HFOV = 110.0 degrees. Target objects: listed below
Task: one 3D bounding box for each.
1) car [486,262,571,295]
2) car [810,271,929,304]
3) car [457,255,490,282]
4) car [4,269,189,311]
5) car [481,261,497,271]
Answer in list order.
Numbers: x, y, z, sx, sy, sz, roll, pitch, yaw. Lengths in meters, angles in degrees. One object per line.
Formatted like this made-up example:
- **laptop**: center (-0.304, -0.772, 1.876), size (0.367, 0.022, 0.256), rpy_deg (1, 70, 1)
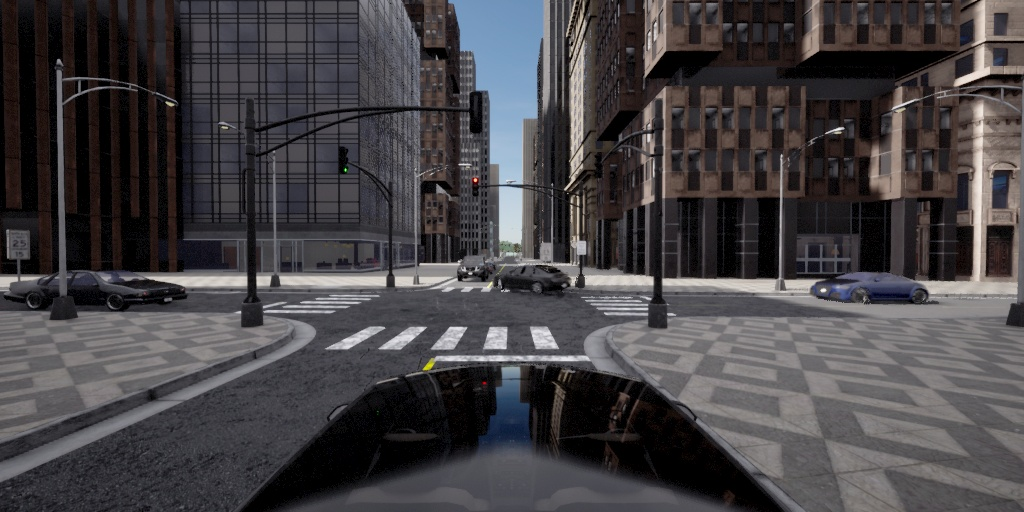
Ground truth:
- **car**: center (0.994, 1.235, 19.948), size (1.837, 1.490, 4.892), rpy_deg (-3, 3, -44)
- **car**: center (16.432, 1.421, 16.613), size (4.181, 1.385, 1.994), rpy_deg (0, 1, 0)
- **car**: center (-3.112, 0.958, 29.570), size (2.150, 2.045, 5.566), rpy_deg (0, 0, 0)
- **car**: center (-15.372, 1.203, 13.377), size (5.357, 1.411, 2.033), rpy_deg (1, 1, 2)
- **car**: center (-3.110, 1.317, 49.761), size (1.895, 1.301, 4.718), rpy_deg (0, 0, 0)
